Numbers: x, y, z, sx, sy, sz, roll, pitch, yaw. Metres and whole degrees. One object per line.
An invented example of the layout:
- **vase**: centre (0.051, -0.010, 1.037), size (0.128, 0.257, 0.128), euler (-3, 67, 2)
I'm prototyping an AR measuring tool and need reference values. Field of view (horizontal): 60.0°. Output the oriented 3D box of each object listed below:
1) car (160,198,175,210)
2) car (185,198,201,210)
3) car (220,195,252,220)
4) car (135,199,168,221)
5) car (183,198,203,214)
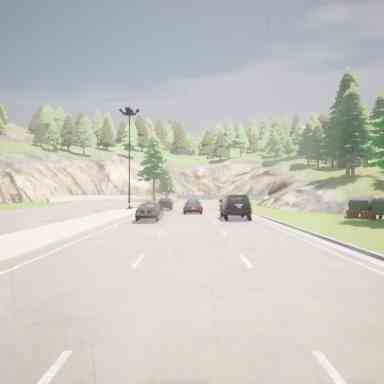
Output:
- **car**: centre (-3.357, 1.504, 42.174), size (1.837, 1.490, 4.892), euler (0, 0, 1)
- **car**: centre (0.158, 1.547, 44.174), size (2.033, 1.411, 5.357), euler (0, 0, 1)
- **car**: centre (3.604, 1.222, 27.940), size (2.150, 2.045, 5.566), euler (0, 0, 0)
- **car**: centre (-3.393, 1.547, 27.010), size (2.033, 1.411, 5.357), euler (0, 0, 0)
- **car**: centre (0.107, 1.564, 34.928), size (1.994, 1.385, 4.181), euler (0, 0, 0)
